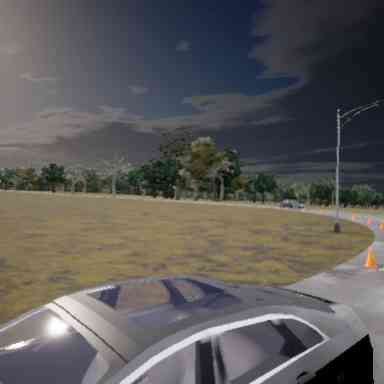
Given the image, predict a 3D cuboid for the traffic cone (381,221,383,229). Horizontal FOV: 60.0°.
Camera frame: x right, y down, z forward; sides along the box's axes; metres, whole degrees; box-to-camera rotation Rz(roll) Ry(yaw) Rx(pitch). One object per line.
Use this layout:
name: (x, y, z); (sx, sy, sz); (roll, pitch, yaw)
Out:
traffic cone: (13.023, 2.246, 22.697); (0.340, 0.580, 0.340); (1, 0, 22)

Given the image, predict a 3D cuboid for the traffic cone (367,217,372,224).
traffic cone: (14.530, 2.298, 27.177); (0.340, 0.580, 0.340); (1, 0, 15)

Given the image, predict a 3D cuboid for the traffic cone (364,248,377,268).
traffic cone: (5.707, 2.076, 10.622); (0.340, 0.580, 0.340); (0, 0, 41)

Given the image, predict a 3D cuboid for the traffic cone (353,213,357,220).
traffic cone: (15.534, 2.341, 31.793); (0.340, 0.580, 0.340); (1, 0, 9)

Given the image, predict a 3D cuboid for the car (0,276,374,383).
car: (-0.507, 1.502, 2.299); (4.902, 1.511, 2.128); (1, 0, -40)

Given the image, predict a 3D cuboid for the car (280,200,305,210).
car: (15.737, 1.981, 52.288); (2.128, 1.511, 4.902); (2, 0, -19)
